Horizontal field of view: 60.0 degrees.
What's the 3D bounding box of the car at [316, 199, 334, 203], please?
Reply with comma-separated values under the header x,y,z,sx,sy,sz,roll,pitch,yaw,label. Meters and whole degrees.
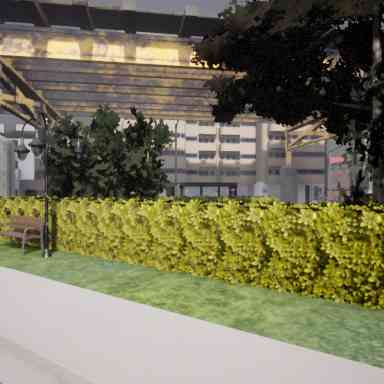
x,y,z,sx,sy,sz,roll,pitch,yaw,label
13.993,1.506,34.778,4.892,1.490,1.837,0,0,-9,car
